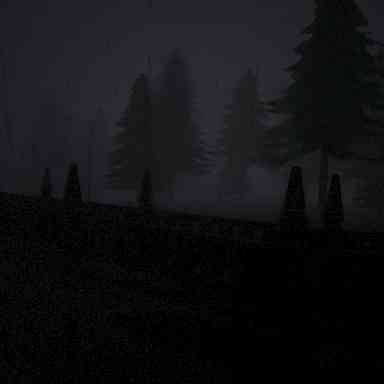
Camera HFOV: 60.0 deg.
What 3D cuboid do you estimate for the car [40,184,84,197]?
[{"bbox_3d":[-16.184,-0.206,42.410,2.128,1.511,4.902,4,2,37],"label":"car"}]

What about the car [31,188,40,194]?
[{"bbox_3d":[-18.935,-0.237,44.579,1.895,1.301,4.718,4,2,37],"label":"car"}]
